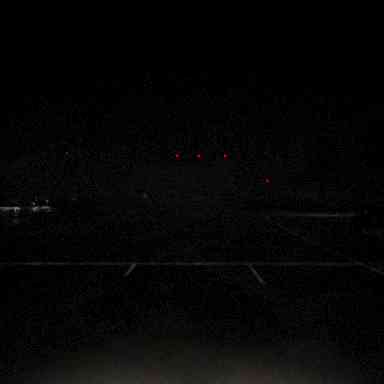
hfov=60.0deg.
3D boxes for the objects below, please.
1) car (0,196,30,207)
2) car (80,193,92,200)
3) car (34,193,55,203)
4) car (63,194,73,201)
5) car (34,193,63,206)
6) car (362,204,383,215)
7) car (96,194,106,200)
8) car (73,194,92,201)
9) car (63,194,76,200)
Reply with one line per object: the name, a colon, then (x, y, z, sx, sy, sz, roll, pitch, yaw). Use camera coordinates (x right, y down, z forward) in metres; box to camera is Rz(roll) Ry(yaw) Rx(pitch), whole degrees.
car: (-24.644, 1.320, 47.057, 1.812, 1.442, 4.674, 0, 0, 0)
car: (-25.431, 1.113, 79.825, 1.882, 1.535, 5.008, 0, 0, -7)
car: (-28.082, 1.070, 63.571, 2.097, 1.767, 4.553, 0, 0, 0)
car: (-24.585, 1.254, 64.373, 2.033, 1.411, 5.357, 0, 0, 0)
car: (-21.149, 1.139, 48.677, 2.097, 1.767, 4.553, 0, 0, 0)
car: (18.038, 1.479, 29.957, 4.718, 1.301, 1.895, 0, 0, 7)
car: (-21.976, 1.228, 80.326, 1.895, 1.301, 4.718, 0, 0, -7)
car: (-21.090, 1.207, 65.183, 1.837, 1.490, 4.892, 0, 1, 0)
car: (-28.781, 1.237, 78.459, 1.895, 1.301, 4.718, 0, 0, -7)
